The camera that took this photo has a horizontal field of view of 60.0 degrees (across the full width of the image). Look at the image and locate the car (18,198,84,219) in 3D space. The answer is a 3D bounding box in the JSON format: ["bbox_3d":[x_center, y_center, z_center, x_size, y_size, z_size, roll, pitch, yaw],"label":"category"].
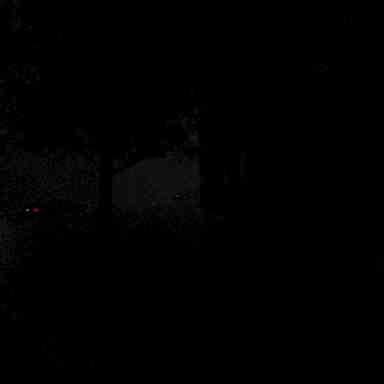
[{"bbox_3d":[-10.361,1.190,24.871,2.033,1.411,5.357,-3,1,17],"label":"car"}]

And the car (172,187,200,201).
[{"bbox_3d":[-0.597,0.340,40.814,1.994,1.385,4.181,-3,1,35],"label":"car"}]

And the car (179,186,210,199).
[{"bbox_3d":[0.426,0.075,48.691,2.128,1.511,4.902,-3,1,36],"label":"car"}]
